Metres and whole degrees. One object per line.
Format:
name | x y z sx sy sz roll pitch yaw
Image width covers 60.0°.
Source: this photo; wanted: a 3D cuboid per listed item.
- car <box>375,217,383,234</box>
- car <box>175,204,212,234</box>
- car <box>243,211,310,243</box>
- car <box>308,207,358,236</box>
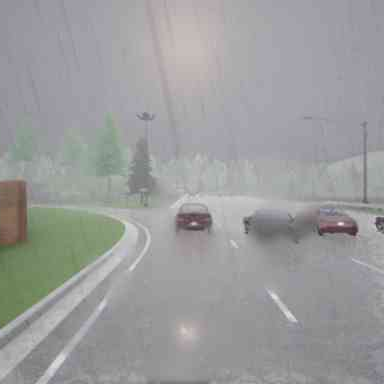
car | 10.600 1.526 15.498 1.895 1.301 4.718 0 0 0
car | 0.100 1.388 18.683 1.882 1.535 5.008 0 0 0
car | 3.599 1.527 15.498 1.895 1.301 4.718 0 0 0
car | 7.100 1.478 17.856 1.994 1.385 4.181 0 0 0
